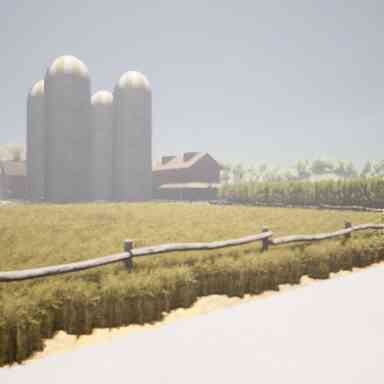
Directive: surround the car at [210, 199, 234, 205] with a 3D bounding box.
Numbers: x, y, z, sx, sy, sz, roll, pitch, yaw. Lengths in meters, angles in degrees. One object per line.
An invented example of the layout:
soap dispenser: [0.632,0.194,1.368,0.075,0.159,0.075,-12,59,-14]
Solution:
car: [4.246,1.699,46.429,1.994,1.385,4.181,0,0,-35]
